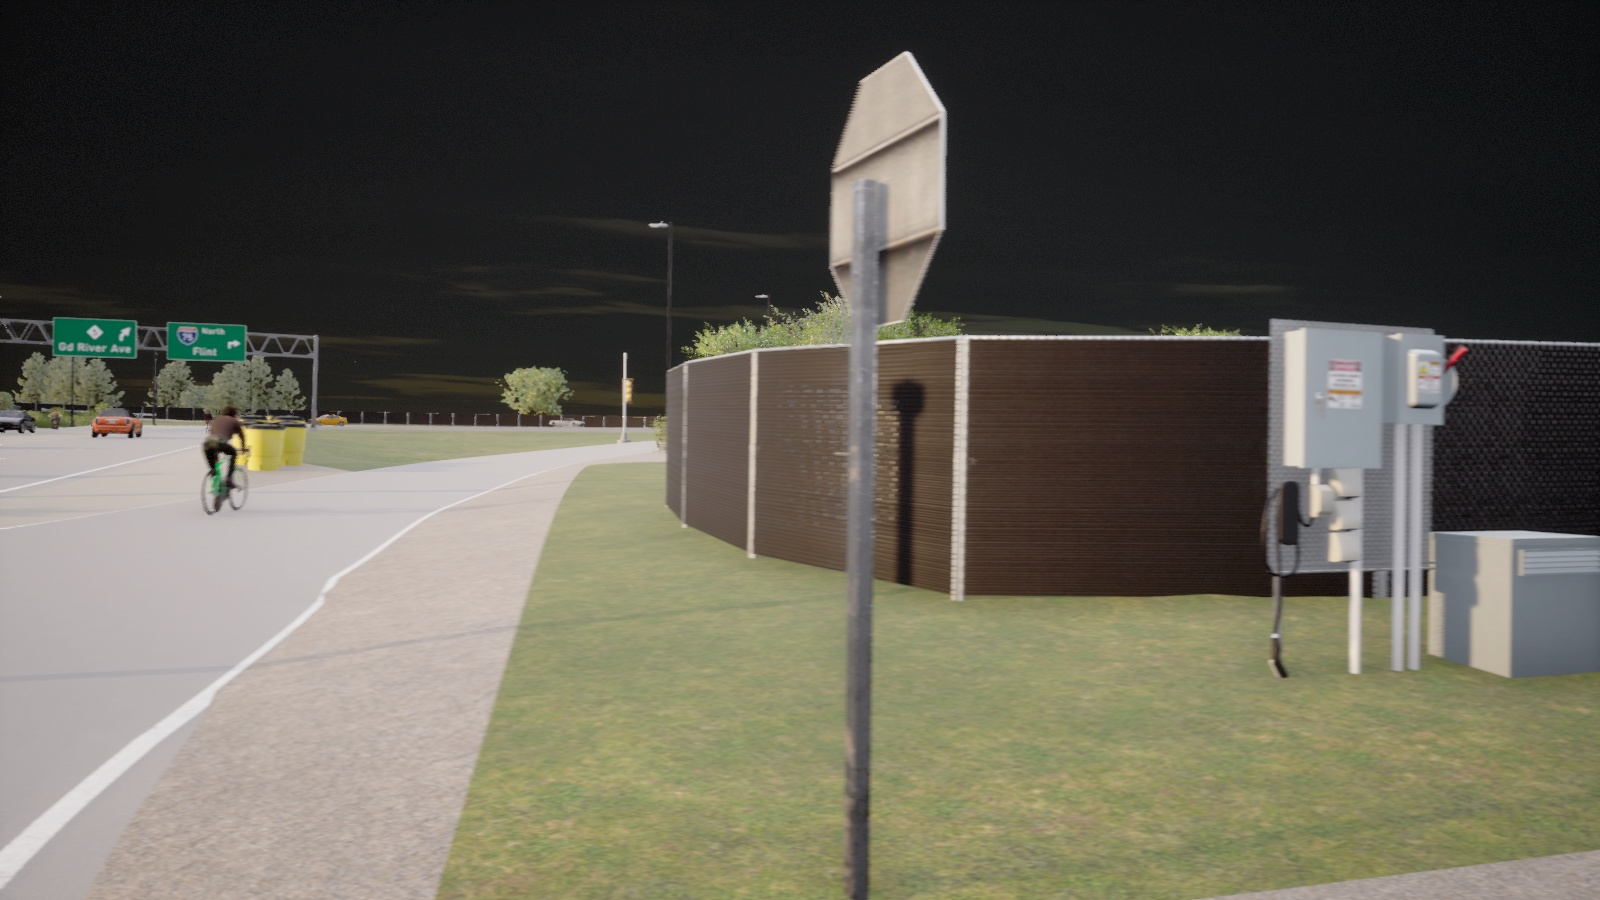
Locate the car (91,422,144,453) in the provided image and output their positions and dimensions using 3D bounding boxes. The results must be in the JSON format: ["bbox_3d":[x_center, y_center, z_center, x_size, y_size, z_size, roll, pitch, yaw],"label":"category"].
[{"bbox_3d":[-39.520,-0.756,72.821,2.097,1.767,4.553,0,1,-21],"label":"car"}]

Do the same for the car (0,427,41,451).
[{"bbox_3d":[-48.998,-0.686,78.167,2.033,1.411,5.357,0,1,-21],"label":"car"}]

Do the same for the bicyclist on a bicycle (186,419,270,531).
[{"bbox_3d":[-8.644,0.344,19.037,0.582,1.620,1.656,0,1,-3],"label":"bicyclist on a bicycle"}]
